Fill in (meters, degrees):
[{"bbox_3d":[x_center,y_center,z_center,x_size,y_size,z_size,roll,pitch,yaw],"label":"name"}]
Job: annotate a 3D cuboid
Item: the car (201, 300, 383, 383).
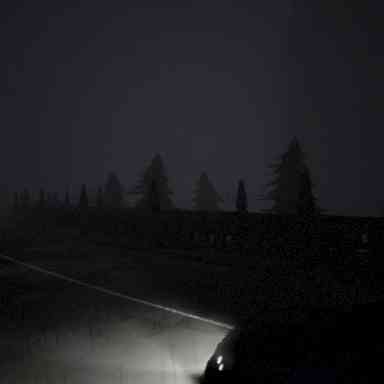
[{"bbox_3d":[2.130,1.566,2.596,4.181,1.385,1.994,-1,-1,36],"label":"car"}]
